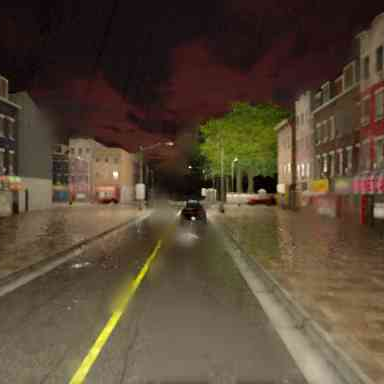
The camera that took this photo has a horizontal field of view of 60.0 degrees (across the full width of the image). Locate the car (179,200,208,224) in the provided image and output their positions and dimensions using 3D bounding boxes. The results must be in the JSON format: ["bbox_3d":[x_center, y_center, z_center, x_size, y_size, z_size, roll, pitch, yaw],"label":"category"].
[{"bbox_3d":[0.103,1.525,24.664,1.837,1.490,4.892,0,0,0],"label":"car"}]

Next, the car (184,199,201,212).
[{"bbox_3d":[0.100,1.605,40.735,1.994,1.385,4.181,0,0,0],"label":"car"}]

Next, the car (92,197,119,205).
[{"bbox_3d":[-14.705,1.472,56.595,4.507,1.381,1.887,1,-1,0],"label":"car"}]

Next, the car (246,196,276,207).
[{"bbox_3d":[11.726,1.526,56.504,5.009,1.841,2.192,1,-1,0],"label":"car"}]
